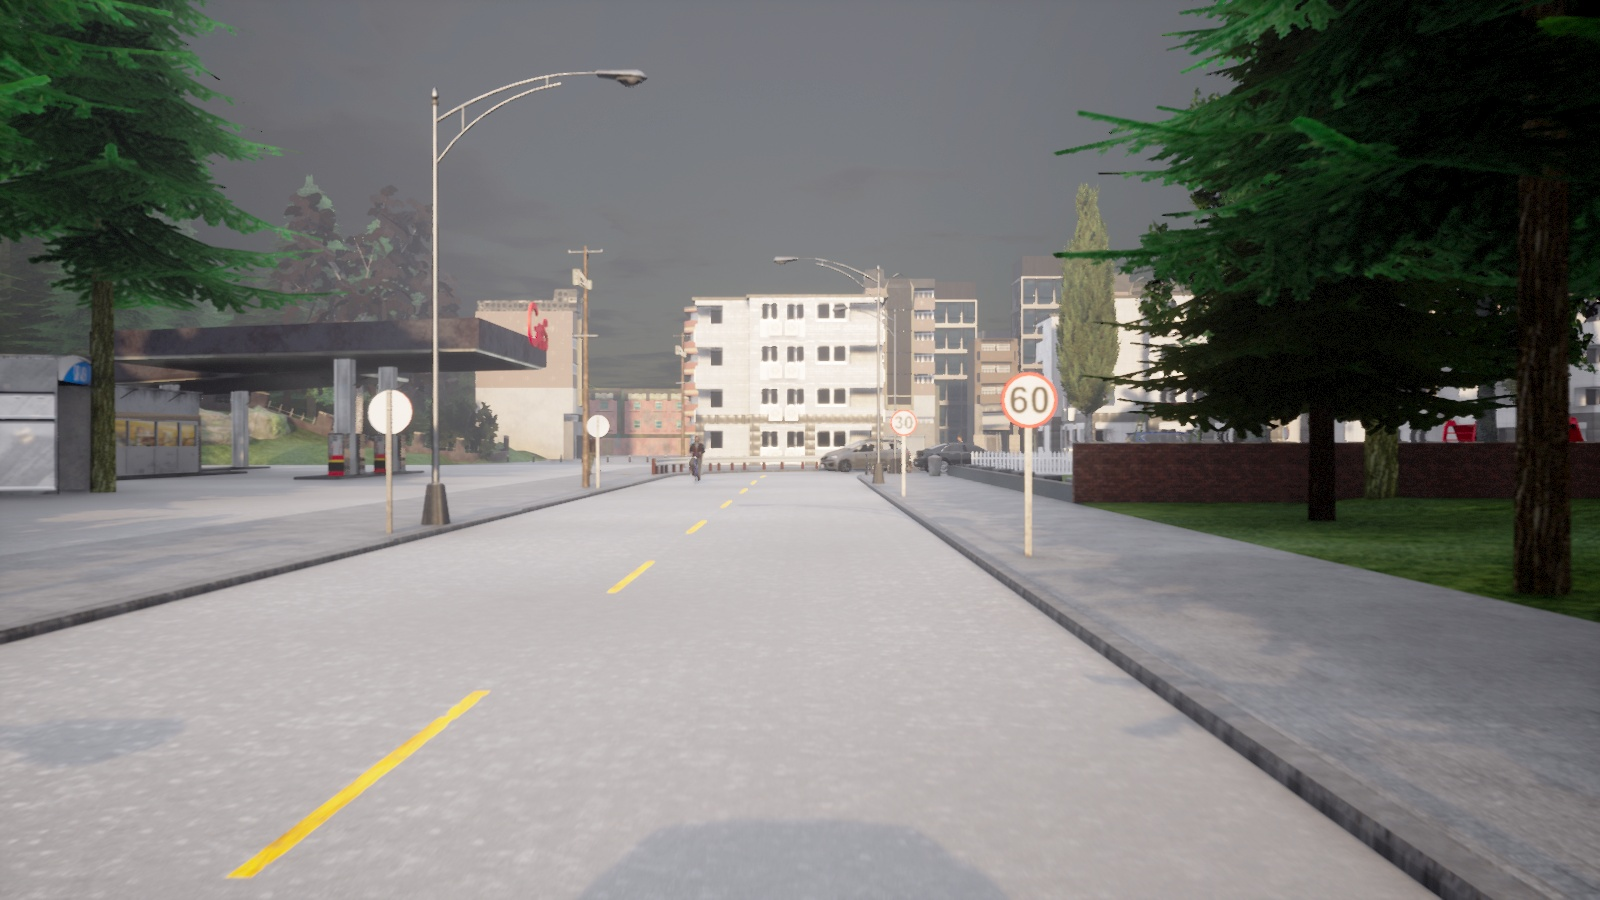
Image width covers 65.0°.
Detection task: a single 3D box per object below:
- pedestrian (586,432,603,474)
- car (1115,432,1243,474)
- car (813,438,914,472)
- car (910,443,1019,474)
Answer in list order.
[{"bbox_3d":[-9.013,0.137,55.027,0.431,1.840,0.703,0,0,26],"label":"pedestrian"},{"bbox_3d":[18.422,0.136,61.197,5.566,2.045,2.150,0,0,1],"label":"car"},{"bbox_3d":[3.215,0.235,63.931,4.611,1.667,2.242,0,0,-20],"label":"car"},{"bbox_3d":[7.980,0.414,61.052,4.892,1.490,1.837,0,0,-14],"label":"car"}]
